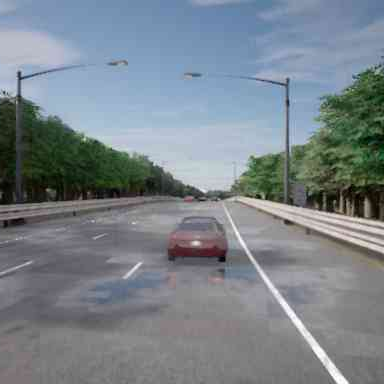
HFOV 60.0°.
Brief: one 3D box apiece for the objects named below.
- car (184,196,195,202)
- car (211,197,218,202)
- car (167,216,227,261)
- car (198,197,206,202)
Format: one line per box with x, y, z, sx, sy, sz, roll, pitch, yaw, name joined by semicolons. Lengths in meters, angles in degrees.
-0.949;1.803;89.834;2.097;1.767;4.553;0;-2;4;car
6.033;1.992;89.337;1.812;1.442;4.674;0;-2;4;car
0.273;1.572;12.367;1.994;1.385;4.181;0;0;4;car
2.545;2.054;89.626;1.895;1.301;4.718;0;-2;4;car
